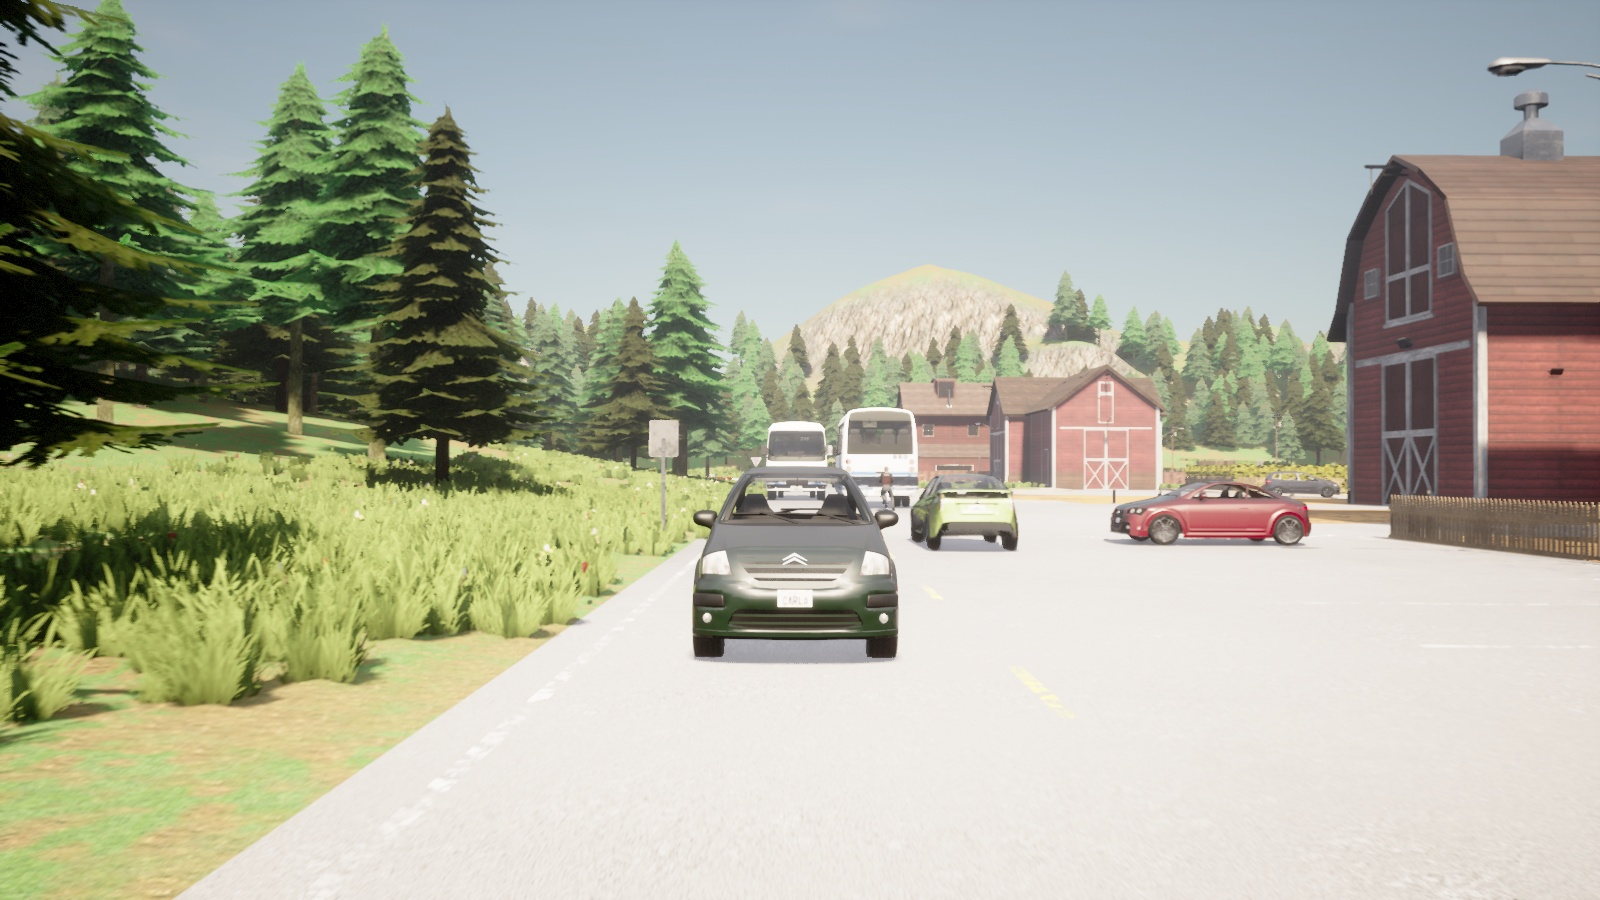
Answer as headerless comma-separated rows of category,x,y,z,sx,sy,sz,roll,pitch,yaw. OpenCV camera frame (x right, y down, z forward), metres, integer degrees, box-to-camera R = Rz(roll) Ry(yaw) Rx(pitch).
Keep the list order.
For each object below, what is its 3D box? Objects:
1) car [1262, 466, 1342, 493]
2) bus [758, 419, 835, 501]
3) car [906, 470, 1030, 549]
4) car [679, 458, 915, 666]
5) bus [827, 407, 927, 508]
car,31.997,1.860,80.155,4.611,1.667,2.242,0,-1,19
bus,-0.176,0.616,70.300,3.944,4.253,10.273,0,-1,0
car,3.435,1.192,26.560,2.007,1.525,4.514,0,-1,0
car,-0.030,0.911,11.854,1.851,1.617,3.988,0,-1,0
bus,3.354,0.398,58.122,3.944,4.253,10.273,0,-1,0
